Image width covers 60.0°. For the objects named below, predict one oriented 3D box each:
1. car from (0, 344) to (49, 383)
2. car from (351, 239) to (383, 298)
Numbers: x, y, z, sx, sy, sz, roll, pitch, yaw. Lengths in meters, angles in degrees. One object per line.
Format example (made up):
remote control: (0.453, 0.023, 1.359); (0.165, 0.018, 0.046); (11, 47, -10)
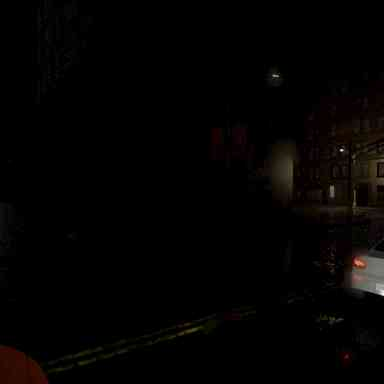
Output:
car: (-3.161, 1.477, 1.190); (5.008, 1.535, 1.882); (0, 0, -35)
car: (5.271, 1.528, 7.195); (4.674, 1.442, 1.812); (0, 0, -35)
